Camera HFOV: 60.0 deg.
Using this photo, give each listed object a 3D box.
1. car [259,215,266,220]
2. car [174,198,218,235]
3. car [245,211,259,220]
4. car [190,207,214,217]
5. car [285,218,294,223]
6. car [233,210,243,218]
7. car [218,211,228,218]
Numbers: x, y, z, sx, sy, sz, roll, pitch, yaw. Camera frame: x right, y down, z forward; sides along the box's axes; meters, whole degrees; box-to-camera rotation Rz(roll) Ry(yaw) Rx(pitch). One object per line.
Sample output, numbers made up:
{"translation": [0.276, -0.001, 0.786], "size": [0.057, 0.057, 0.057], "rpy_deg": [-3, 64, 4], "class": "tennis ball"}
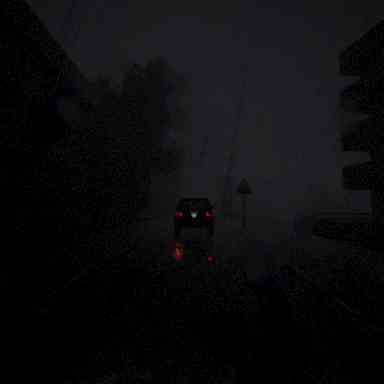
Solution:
{"translation": [13.670, 5.555, 71.841], "size": [1.946, 1.575, 5.366], "rpy_deg": [8, -6, -30], "class": "car"}
{"translation": [0.141, 1.360, 19.869], "size": [2.150, 2.045, 5.566], "rpy_deg": [0, -1, 1], "class": "car"}
{"translation": [10.837, 4.996, 71.159], "size": [2.435, 2.045, 5.566], "rpy_deg": [8, -6, -30], "class": "car"}
{"translation": [1.987, 4.237, 69.534], "size": [2.435, 2.045, 5.566], "rpy_deg": [2, -5, -30], "class": "car"}
{"translation": [22.641, 6.502, 73.190], "size": [2.002, 1.452, 4.674], "rpy_deg": [8, -6, -29], "class": "car"}
{"translation": [7.840, 4.812, 70.605], "size": [2.185, 1.767, 4.553], "rpy_deg": [7, -6, -30], "class": "car"}
{"translation": [4.867, 4.547, 70.114], "size": [2.185, 1.767, 4.553], "rpy_deg": [5, -6, -31], "class": "car"}
